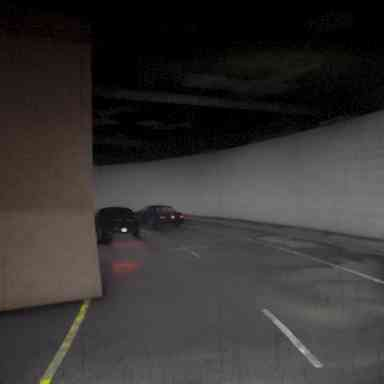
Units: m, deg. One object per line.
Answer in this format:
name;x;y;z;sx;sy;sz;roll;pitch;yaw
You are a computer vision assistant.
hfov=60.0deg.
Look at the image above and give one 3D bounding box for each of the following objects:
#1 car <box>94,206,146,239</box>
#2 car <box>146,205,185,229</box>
car;-4.190;1.529;17.730;1.837;1.490;4.892;0;0;-25
car;-2.397;1.550;22.013;2.033;1.411;5.357;-1;0;-30
